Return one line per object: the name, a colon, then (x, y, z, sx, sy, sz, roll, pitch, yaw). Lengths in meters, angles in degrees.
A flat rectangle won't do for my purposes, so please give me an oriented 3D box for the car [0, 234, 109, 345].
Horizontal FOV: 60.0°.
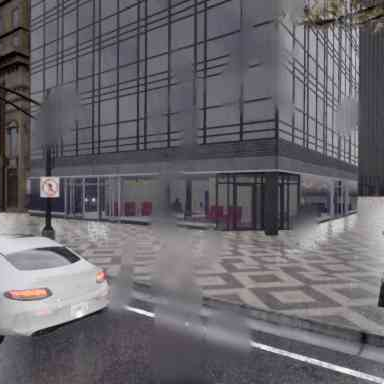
car: (-3.522, 1.524, 6.190, 4.674, 1.442, 1.812, 0, 0, 35)
